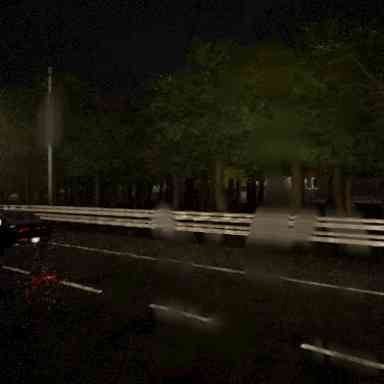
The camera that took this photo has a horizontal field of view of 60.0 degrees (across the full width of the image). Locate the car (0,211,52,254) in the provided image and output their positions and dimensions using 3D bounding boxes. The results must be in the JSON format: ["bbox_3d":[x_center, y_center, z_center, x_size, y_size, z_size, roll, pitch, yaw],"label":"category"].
[{"bbox_3d":[-7.755,1.534,13.709,4.892,1.490,1.837,0,0,36],"label":"car"}]
